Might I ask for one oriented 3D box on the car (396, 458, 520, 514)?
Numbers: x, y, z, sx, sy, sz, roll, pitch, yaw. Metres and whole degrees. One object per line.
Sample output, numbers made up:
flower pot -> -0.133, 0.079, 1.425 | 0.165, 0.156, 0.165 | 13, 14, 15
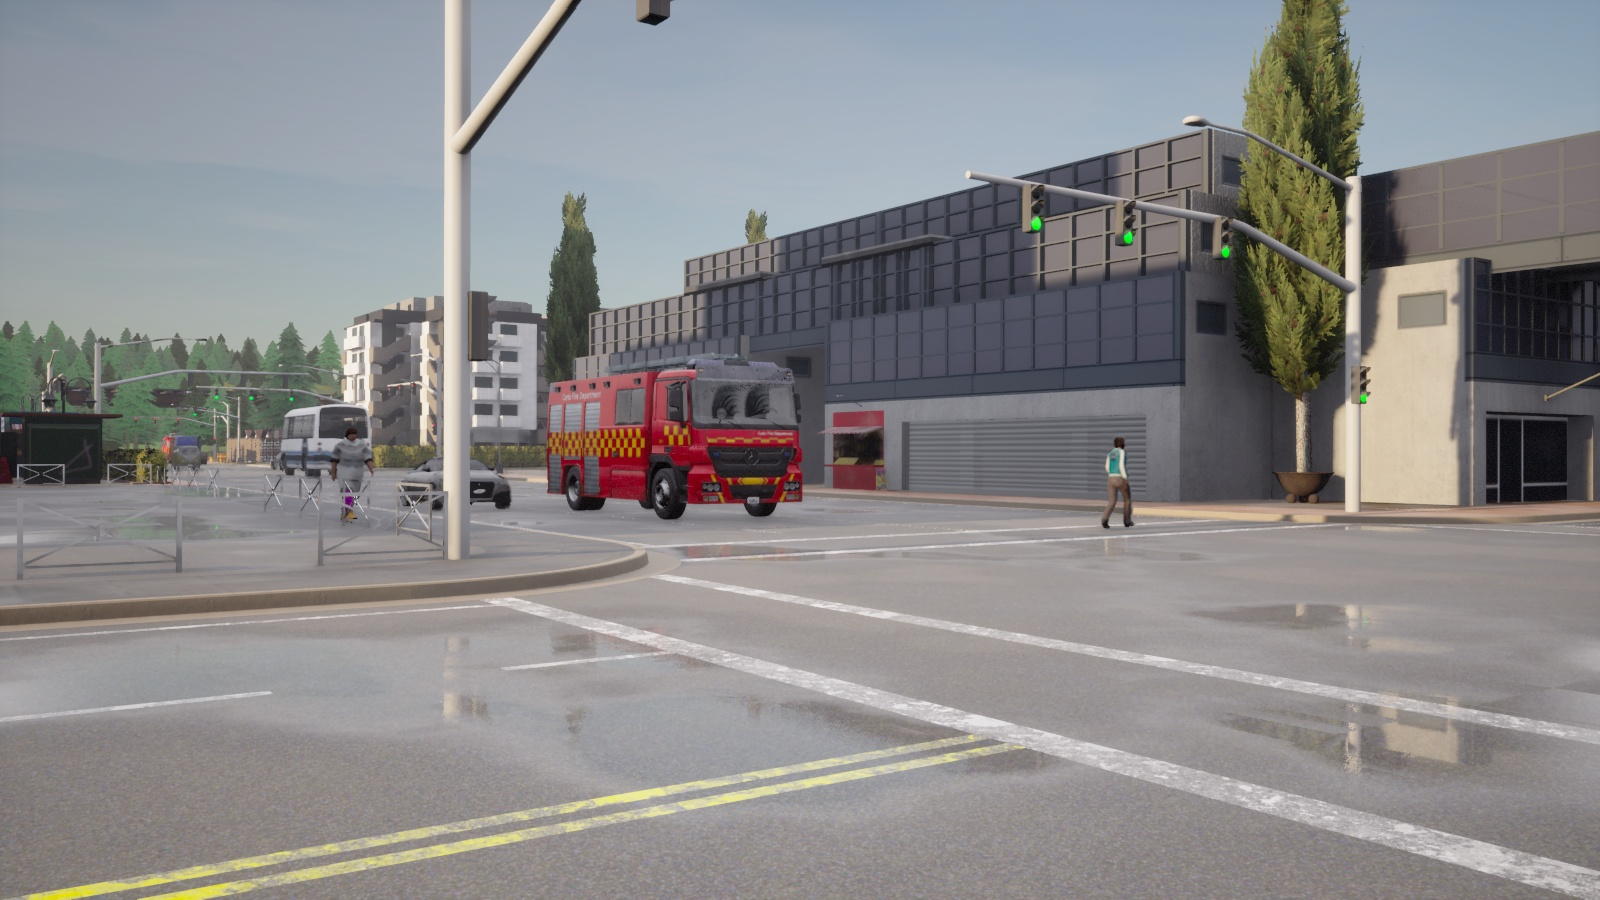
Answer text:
car -> -9.175, 0.910, 33.472 | 1.994, 1.385, 4.181 | 0, 0, -33

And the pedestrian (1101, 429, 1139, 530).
pedestrian -> 6.236, 0.570, 24.489 | 0.692, 1.930, 0.396 | 0, 0, -41

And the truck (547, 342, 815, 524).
truck -> -3.203, -0.338, 30.756 | 2.891, 3.827, 8.468 | 0, 0, -33

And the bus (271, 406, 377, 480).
bus -> -29.402, -0.380, 77.192 | 3.944, 4.253, 10.273 | 0, 0, -33

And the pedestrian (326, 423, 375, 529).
pedestrian -> -8.520, 0.480, 23.790 | 0.659, 1.952, 0.873 | 0, 0, -35
